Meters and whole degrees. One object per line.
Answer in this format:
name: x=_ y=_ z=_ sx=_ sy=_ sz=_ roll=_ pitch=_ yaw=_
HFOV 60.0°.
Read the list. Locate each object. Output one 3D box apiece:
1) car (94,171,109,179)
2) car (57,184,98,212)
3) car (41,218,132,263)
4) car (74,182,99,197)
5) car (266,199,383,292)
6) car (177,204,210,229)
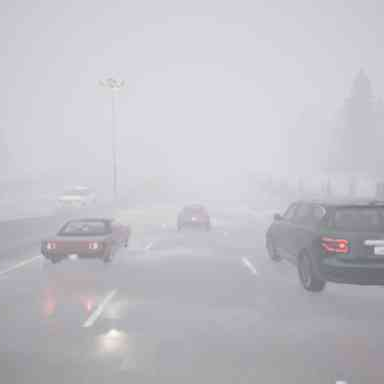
car: x=-17.424 y=-3.218 z=64.437 sx=2.097 sy=1.767 sz=4.553 roll=0 pitch=7 yaw=0
car: x=-10.595 y=0.609 z=30.992 sx=2.150 sy=2.045 sz=5.566 roll=0 pitch=4 yaw=0
car: x=-3.403 y=1.567 z=11.750 sx=1.895 sy=1.301 sz=4.718 roll=0 pitch=0 yaw=0
car: x=-14.079 y=-0.365 z=44.784 sx=1.812 sy=1.442 sz=4.674 roll=0 pitch=7 yaw=0
car: x=3.598 y=1.196 z=8.978 sx=2.150 sy=2.045 sz=5.566 roll=0 pitch=0 yaw=0
car: x=0.095 y=1.433 z=20.719 sx=1.994 sy=1.385 sz=4.181 roll=0 pitch=1 yaw=0
